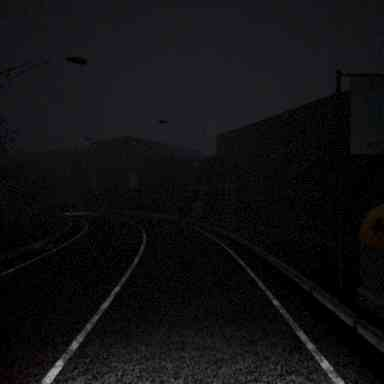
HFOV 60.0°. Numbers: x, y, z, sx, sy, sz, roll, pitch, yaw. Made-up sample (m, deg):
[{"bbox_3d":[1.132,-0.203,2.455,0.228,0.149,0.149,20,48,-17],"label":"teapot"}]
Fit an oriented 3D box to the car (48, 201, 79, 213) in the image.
[{"bbox_3d":[-15.508,1.770,39.991,1.895,1.301,4.718,2,-1,-45],"label":"car"}]
